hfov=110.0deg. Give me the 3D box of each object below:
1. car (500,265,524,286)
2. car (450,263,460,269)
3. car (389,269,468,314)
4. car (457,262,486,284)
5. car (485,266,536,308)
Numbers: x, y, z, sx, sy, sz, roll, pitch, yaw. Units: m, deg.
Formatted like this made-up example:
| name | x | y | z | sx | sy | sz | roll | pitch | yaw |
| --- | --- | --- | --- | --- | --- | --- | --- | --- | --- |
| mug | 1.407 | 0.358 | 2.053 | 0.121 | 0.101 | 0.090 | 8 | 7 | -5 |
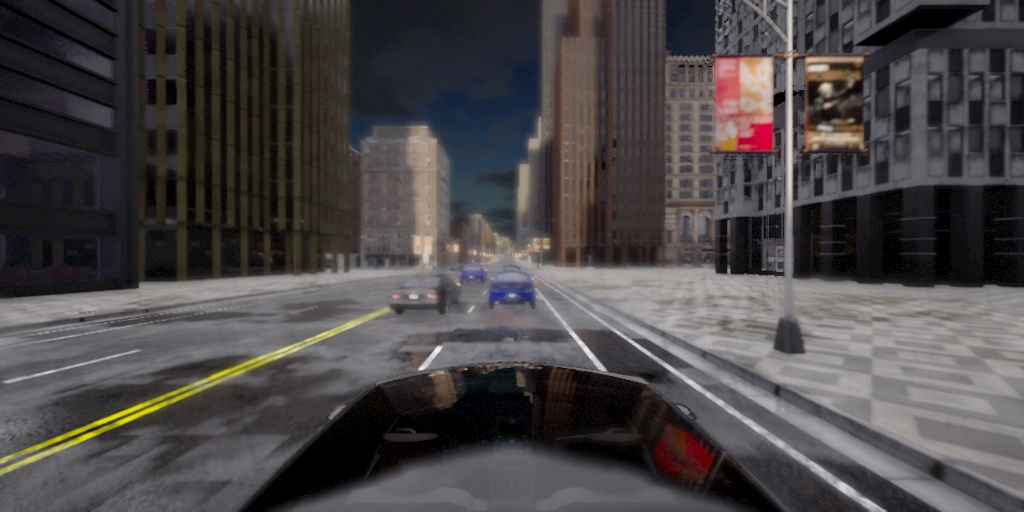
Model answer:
| name | x | y | z | sx | sy | sz | roll | pitch | yaw |
| --- | --- | --- | --- | --- | --- | --- | --- | --- | --- |
| car | 0.018 | 1.570 | 30.373 | 1.837 | 1.490 | 4.892 | 0 | 0 | 0 |
| car | -9.779 | 2.000 | 63.435 | 1.837 | 1.490 | 4.892 | 0 | -1 | 0 |
| car | -3.240 | 1.426 | 14.376 | 2.033 | 1.411 | 5.357 | 0 | -1 | 0 |
| car | -3.226 | 1.549 | 31.105 | 1.882 | 1.535 | 5.008 | 0 | 0 | 0 |
| car | 0.026 | 1.374 | 16.098 | 1.882 | 1.535 | 5.008 | 0 | 0 | 0 |
